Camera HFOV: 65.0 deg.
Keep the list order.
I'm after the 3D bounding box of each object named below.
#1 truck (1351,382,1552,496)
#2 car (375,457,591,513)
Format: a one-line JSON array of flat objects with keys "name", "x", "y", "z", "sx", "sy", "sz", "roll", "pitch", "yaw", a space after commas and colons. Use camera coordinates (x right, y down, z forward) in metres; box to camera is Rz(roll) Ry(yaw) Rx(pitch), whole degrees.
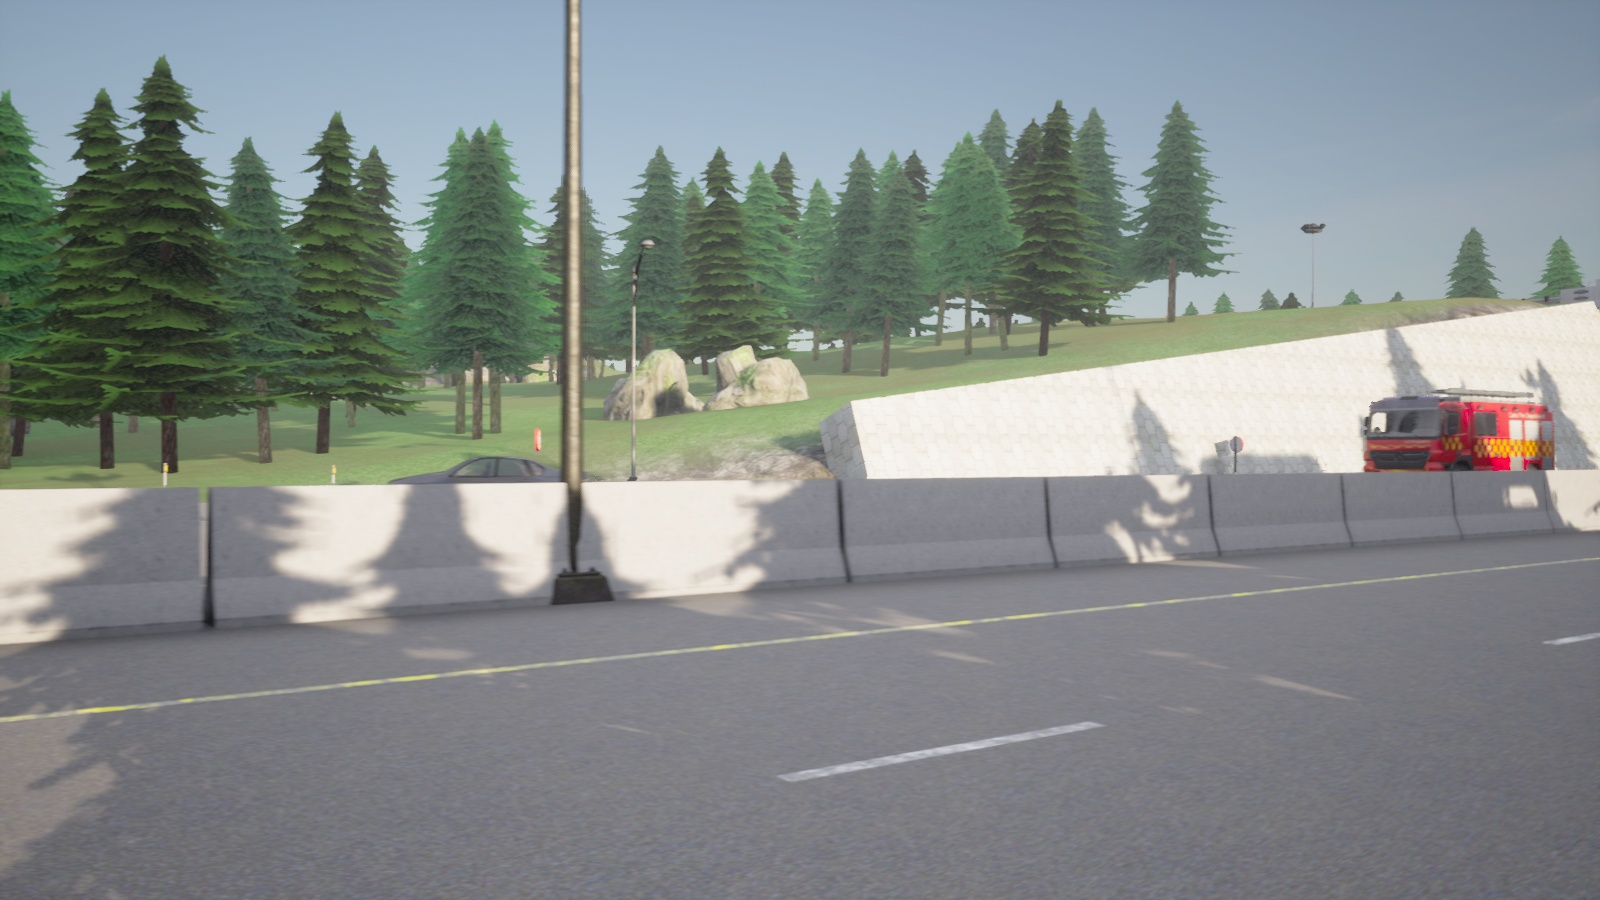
[{"name": "truck", "x": 23.906, "y": -0.358, "z": 45.888, "sx": 8.468, "sy": 3.827, "sz": 2.891, "roll": 0, "pitch": 0, "yaw": -35}, {"name": "car", "x": -8.294, "y": 0.891, "z": 33.173, "sx": 5.357, "sy": 1.411, "sz": 2.033, "roll": 0, "pitch": 0, "yaw": -12}]
